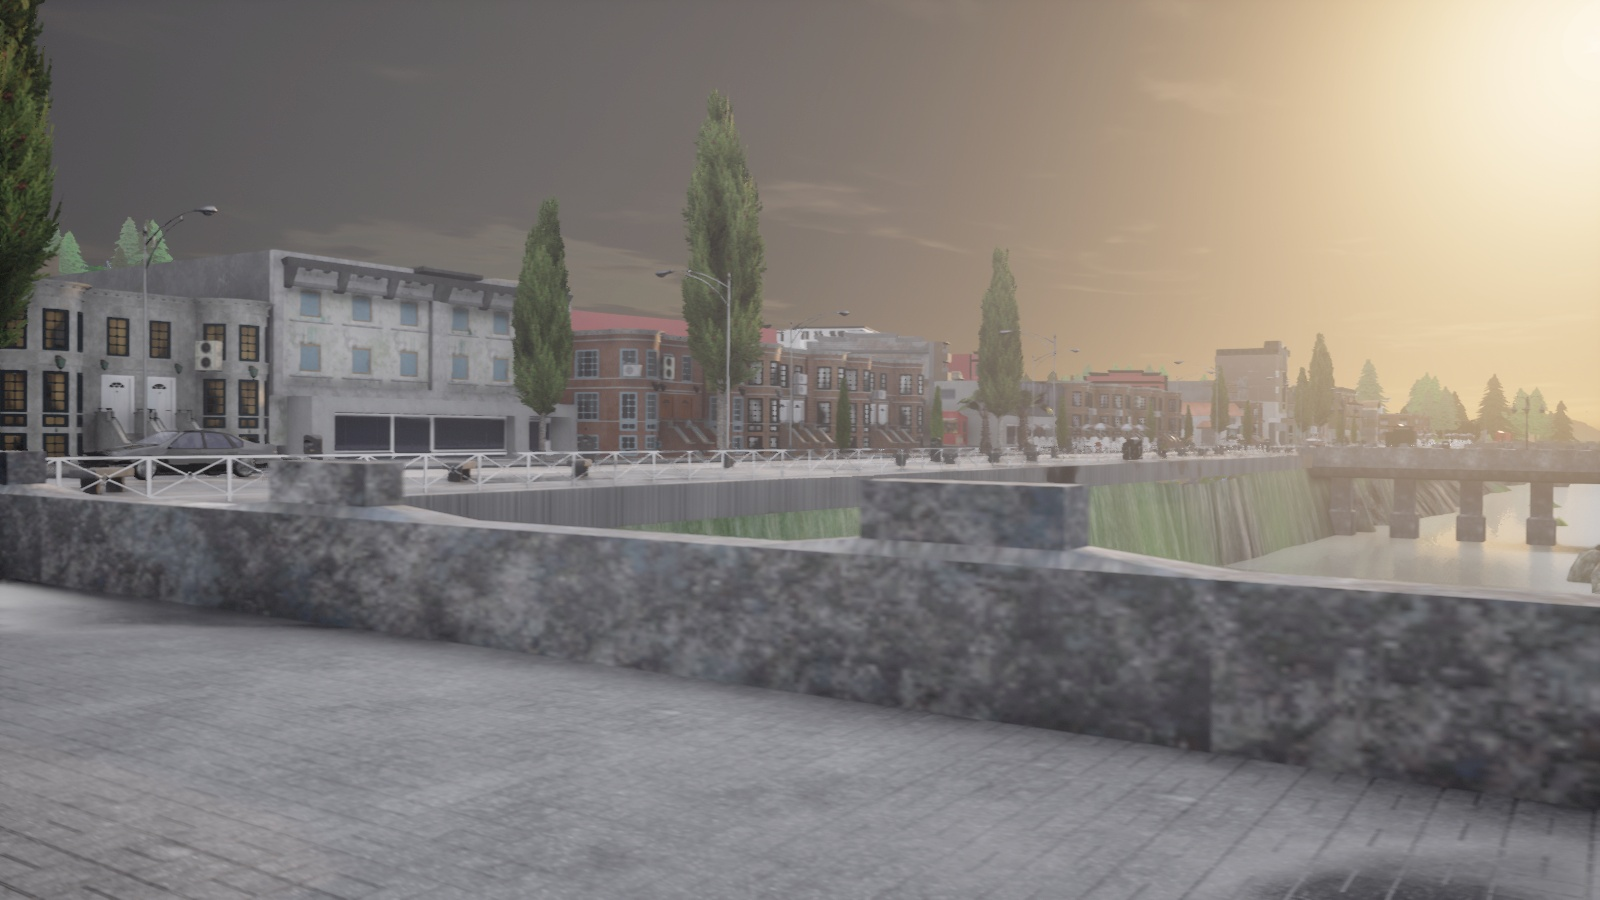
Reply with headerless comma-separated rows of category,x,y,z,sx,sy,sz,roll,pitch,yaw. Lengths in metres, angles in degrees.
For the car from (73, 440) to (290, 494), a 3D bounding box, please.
car,-17.921,0.441,36.678,2.033,1.411,5.357,0,1,34
